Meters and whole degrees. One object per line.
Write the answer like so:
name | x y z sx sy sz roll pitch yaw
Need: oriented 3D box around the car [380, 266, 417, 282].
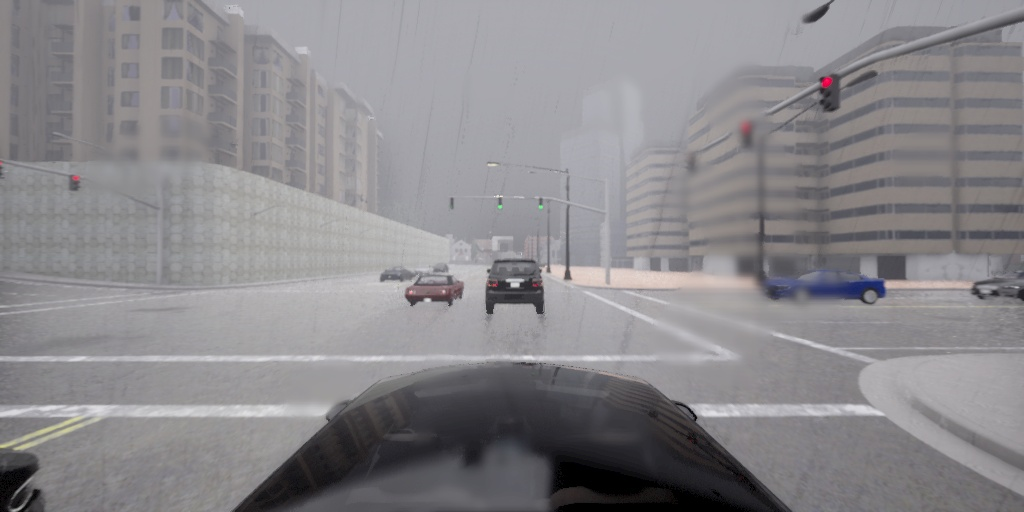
car | -10.578 1.651 32.985 1.994 1.385 4.181 0 -1 0

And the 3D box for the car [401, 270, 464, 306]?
car | -3.392 1.512 16.655 1.895 1.301 4.718 0 -1 0

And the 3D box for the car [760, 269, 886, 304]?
car | 14.486 1.391 16.855 5.008 1.535 1.882 0 -1 0

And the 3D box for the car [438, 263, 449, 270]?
car | -10.508 1.807 52.989 1.837 1.490 4.892 0 -1 0

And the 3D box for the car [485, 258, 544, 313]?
car | 0.104 1.114 14.950 2.150 2.045 5.566 0 -1 0

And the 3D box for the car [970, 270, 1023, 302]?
car | 24.735 1.406 16.881 4.902 1.511 2.128 0 -1 0

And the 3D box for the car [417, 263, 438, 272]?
car | -10.561 1.720 42.964 1.812 1.442 4.674 0 -1 0
